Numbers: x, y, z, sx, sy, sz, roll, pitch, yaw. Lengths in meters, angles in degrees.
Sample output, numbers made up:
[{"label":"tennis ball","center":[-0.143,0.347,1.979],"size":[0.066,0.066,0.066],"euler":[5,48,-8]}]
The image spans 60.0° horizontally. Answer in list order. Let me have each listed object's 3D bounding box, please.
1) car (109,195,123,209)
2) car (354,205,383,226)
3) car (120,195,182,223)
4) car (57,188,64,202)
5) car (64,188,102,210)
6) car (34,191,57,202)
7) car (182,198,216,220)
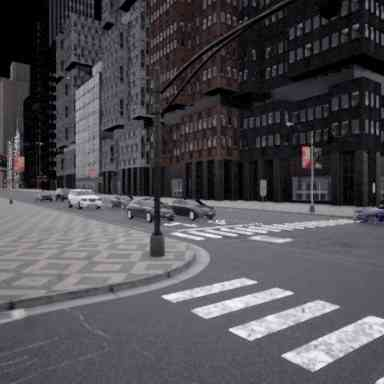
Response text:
[{"label":"car","center":[-6.976,1.063,34.442],"size":[1.837,1.490,4.892],"euler":[0,2,-36]},{"label":"car","center":[12.929,1.388,21.177],"size":[4.674,1.442,1.812],"euler":[1,1,13]},{"label":"car","center":[-2.970,1.233,23.324],"size":[1.837,1.490,4.892],"euler":[0,1,-36]},{"label":"car","center":[-19.993,0.449,52.659],"size":[2.150,2.045,5.566],"euler":[0,1,-36]},{"label":"car","center":[-11.373,0.747,34.987],"size":[2.150,2.045,5.566],"euler":[0,1,-36]},{"label":"car","center":[-22.762,0.778,50.949],"size":[2.033,1.411,5.357],"euler":[0,1,-36]},{"label":"car","center":[-0.205,1.230,25.003],"size":[1.837,1.490,4.892],"euler":[0,1,-38]}]
